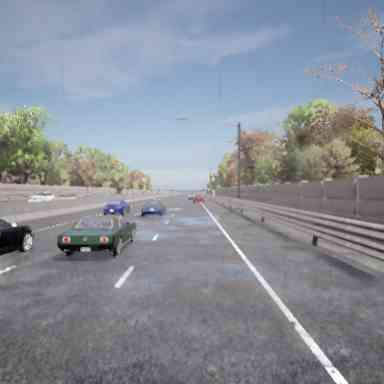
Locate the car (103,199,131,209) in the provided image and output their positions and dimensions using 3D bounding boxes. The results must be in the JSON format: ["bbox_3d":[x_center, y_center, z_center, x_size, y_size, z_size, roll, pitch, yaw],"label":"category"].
[{"bbox_3d":[-6.898,1.405,30.850,1.812,1.442,4.674,0,0,0],"label":"car"}]

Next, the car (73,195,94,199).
[{"bbox_3d":[-17.539,1.285,55.625,2.128,1.511,4.902,0,0,1],"label":"car"}]

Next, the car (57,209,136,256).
[{"bbox_3d":[-3.399,1.547,12.878,1.895,1.301,4.718,0,0,0],"label":"car"}]

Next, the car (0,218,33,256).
[{"bbox_3d":[-6.900,1.433,10.508,1.882,1.535,5.008,0,0,0],"label":"car"}]

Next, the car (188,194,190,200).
[{"bbox_3d":[0.006,1.323,80.453,1.895,1.301,4.718,0,0,0],"label":"car"}]

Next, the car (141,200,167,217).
[{"bbox_3d":[-3.399,1.445,30.317,1.994,1.385,4.181,0,0,0],"label":"car"}]

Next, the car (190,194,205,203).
[{"bbox_3d":[1.228,1.131,61.624,2.097,1.767,4.553,0,0,0],"label":"car"}]

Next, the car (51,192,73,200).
[{"bbox_3d":[-21.036,1.147,55.268,2.097,1.767,4.553,0,0,1],"label":"car"}]

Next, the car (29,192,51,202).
[{"bbox_3d":[-24.530,1.019,54.616,2.150,2.045,5.566,0,0,1],"label":"car"}]
